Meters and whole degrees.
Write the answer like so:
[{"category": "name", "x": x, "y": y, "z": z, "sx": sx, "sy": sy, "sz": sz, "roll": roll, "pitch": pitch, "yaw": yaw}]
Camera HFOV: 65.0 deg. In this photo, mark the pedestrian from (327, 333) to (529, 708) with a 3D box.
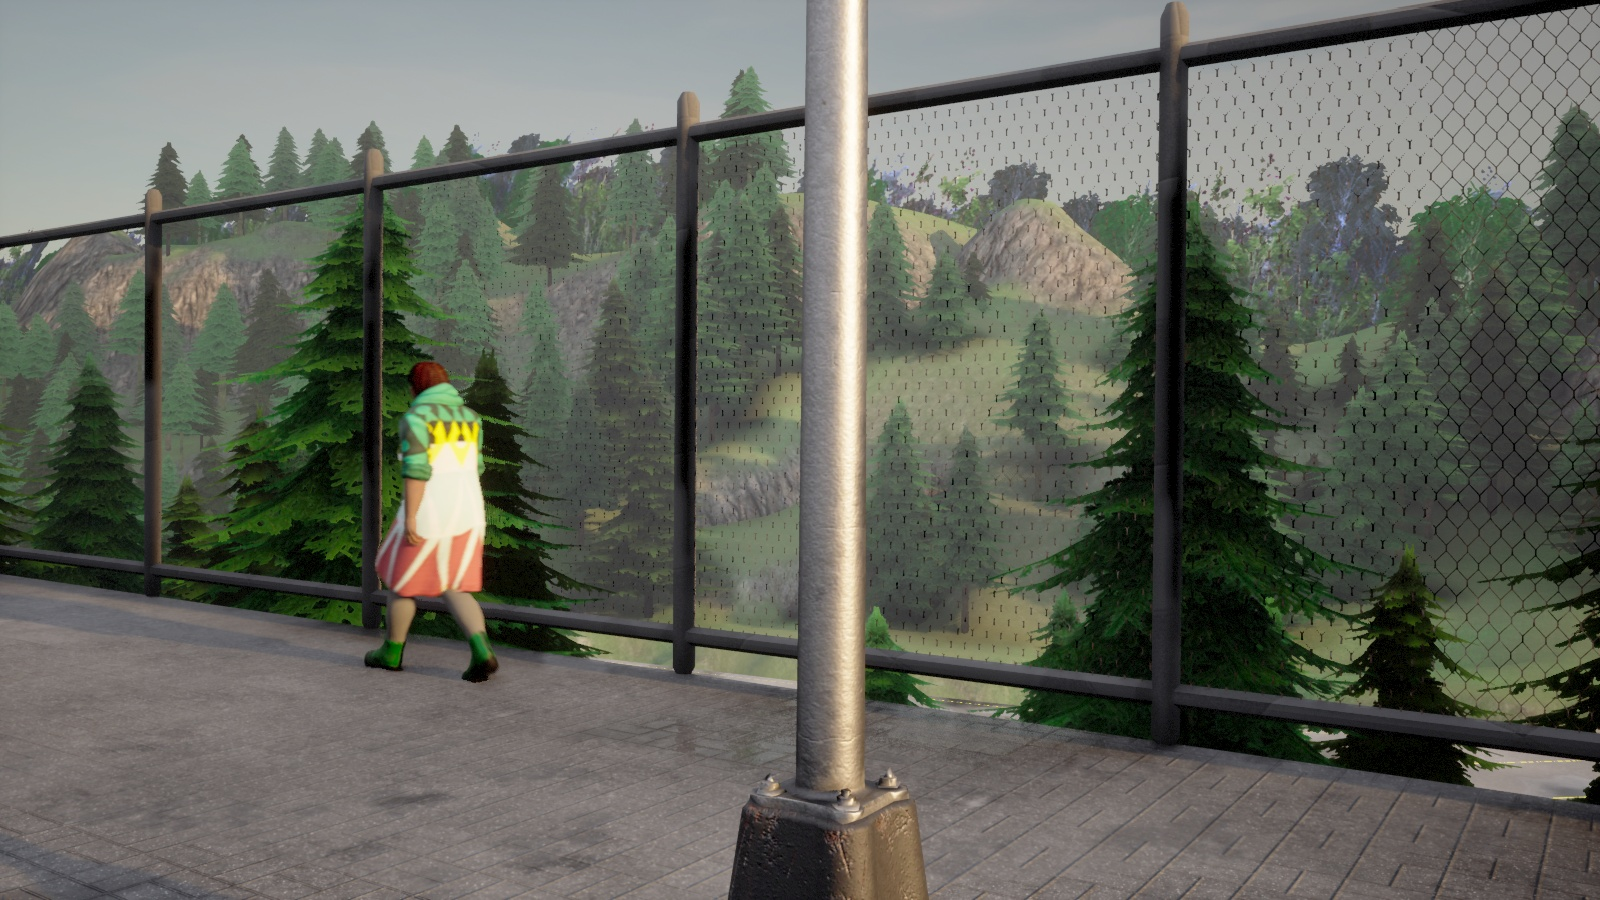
[{"category": "pedestrian", "x": -2.089, "y": 0.364, "z": 7.060, "sx": 0.873, "sy": 1.952, "sz": 0.659, "roll": 0, "pitch": 1, "yaw": 34}]
